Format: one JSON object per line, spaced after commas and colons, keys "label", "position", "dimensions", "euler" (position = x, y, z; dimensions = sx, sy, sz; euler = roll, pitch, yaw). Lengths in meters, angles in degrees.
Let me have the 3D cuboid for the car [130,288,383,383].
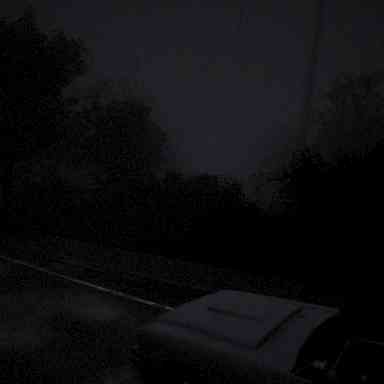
{"label": "car", "position": [1.673, 1.610, 2.893], "dimensions": [4.718, 1.301, 1.895], "euler": [0, 0, 36]}
